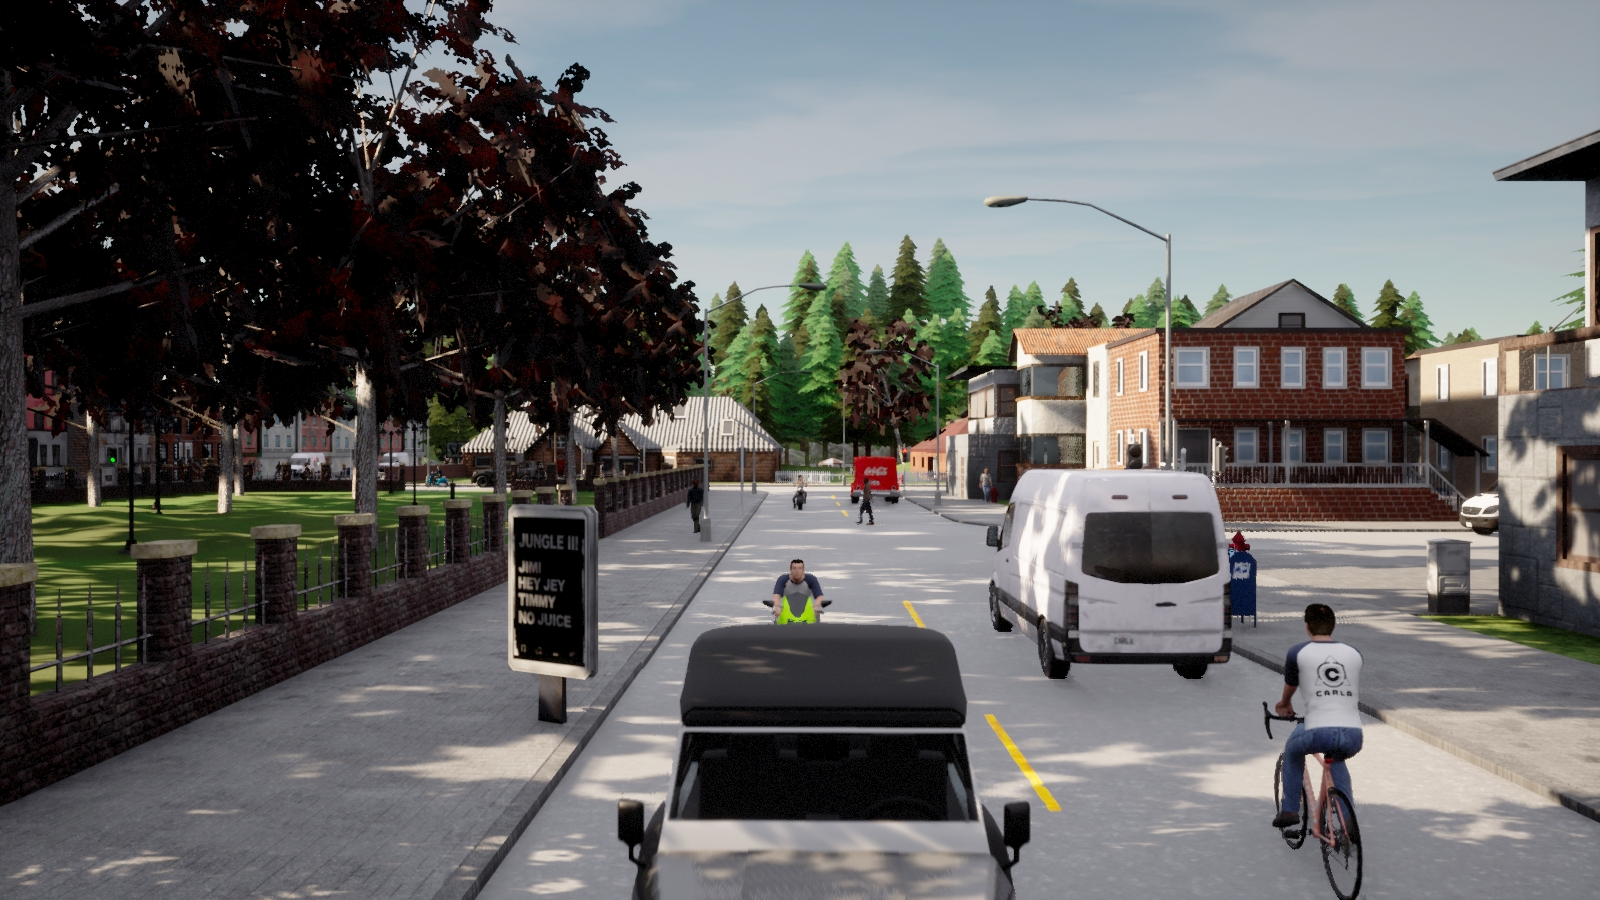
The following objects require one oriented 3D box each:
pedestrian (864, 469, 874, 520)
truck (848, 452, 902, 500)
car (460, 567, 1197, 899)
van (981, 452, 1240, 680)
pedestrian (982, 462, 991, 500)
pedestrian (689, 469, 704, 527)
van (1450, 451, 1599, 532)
[{"bbox_3d":[2.541,1.645,41.980,0.375,1.860,0.375,0,0,4],"label":"pedestrian"},{"bbox_3d":[3.969,1.372,61.570,2.627,2.467,5.204,0,0,1],"label":"truck"},{"bbox_3d":[0.103,1.640,4.886,1.905,1.878,3.866,0,0,1],"label":"car"},{"bbox_3d":[3.996,1.322,15.932,1.988,2.561,5.915,0,0,0],"label":"van"},{"bbox_3d":[9.282,1.547,56.826,0.375,1.860,0.375,0,0,-3],"label":"pedestrian"},{"bbox_3d":[-3.340,1.540,36.875,0.375,1.860,0.375,0,0,11],"label":"pedestrian"},{"bbox_3d":[24.712,1.329,37.232,5.915,2.561,1.988,0,0,0],"label":"van"}]
